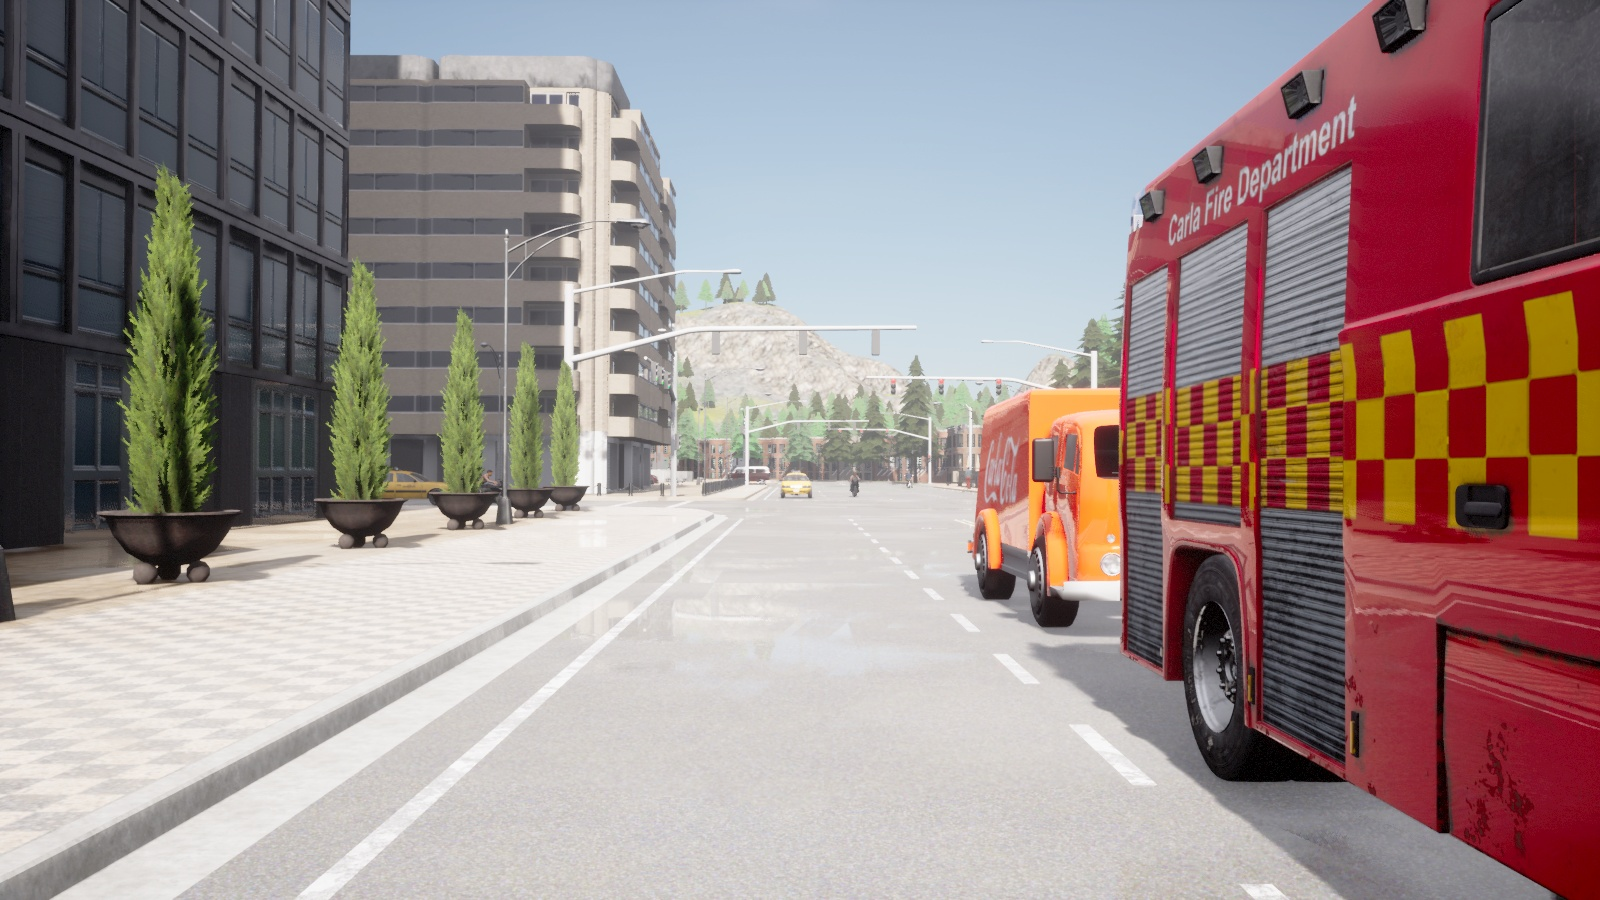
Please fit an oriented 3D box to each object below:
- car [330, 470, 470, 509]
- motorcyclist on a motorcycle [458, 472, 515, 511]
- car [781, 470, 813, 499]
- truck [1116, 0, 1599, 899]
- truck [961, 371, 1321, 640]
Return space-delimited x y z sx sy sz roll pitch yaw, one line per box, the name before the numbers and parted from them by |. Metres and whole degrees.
car | -16.922 1.659 53.309 5.366 1.575 1.801 0 -1 0
motorcyclist on a motorcycle | -12.417 1.625 49.796 2.044 1.523 0.797 0 -1 0
car | -0.191 1.982 73.270 1.801 1.575 5.366 0 -1 0
truck | 3.485 -0.301 3.774 2.891 3.827 8.468 0 -1 0
truck | 3.465 0.551 14.149 2.627 2.467 5.204 0 -1 0
